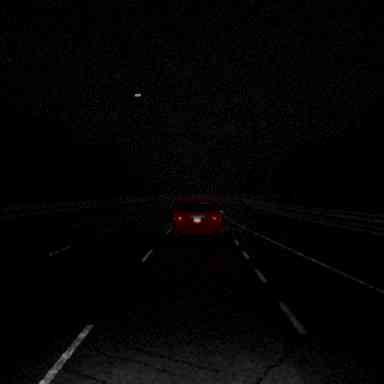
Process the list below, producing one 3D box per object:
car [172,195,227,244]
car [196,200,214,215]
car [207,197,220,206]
[{"bbox_3d":[0.312,1.235,16.070,2.150,2.045,5.566,0,0,2],"label":"car"},{"bbox_3d":[1.444,1.583,35.694,1.812,1.442,4.674,0,0,4],"label":"car"},{"bbox_3d":[3.901,1.647,59.450,2.033,1.411,5.357,0,0,7],"label":"car"}]
